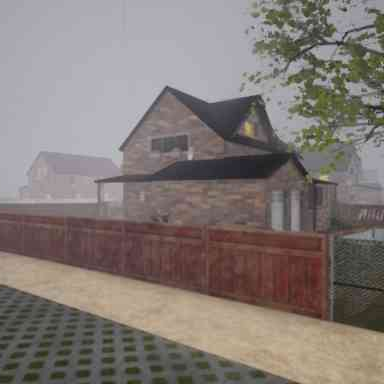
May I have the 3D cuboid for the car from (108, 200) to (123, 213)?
[{"bbox_3d":[-8.030,1.721,40.529,2.033,1.411,5.357,0,0,35],"label":"car"}]
